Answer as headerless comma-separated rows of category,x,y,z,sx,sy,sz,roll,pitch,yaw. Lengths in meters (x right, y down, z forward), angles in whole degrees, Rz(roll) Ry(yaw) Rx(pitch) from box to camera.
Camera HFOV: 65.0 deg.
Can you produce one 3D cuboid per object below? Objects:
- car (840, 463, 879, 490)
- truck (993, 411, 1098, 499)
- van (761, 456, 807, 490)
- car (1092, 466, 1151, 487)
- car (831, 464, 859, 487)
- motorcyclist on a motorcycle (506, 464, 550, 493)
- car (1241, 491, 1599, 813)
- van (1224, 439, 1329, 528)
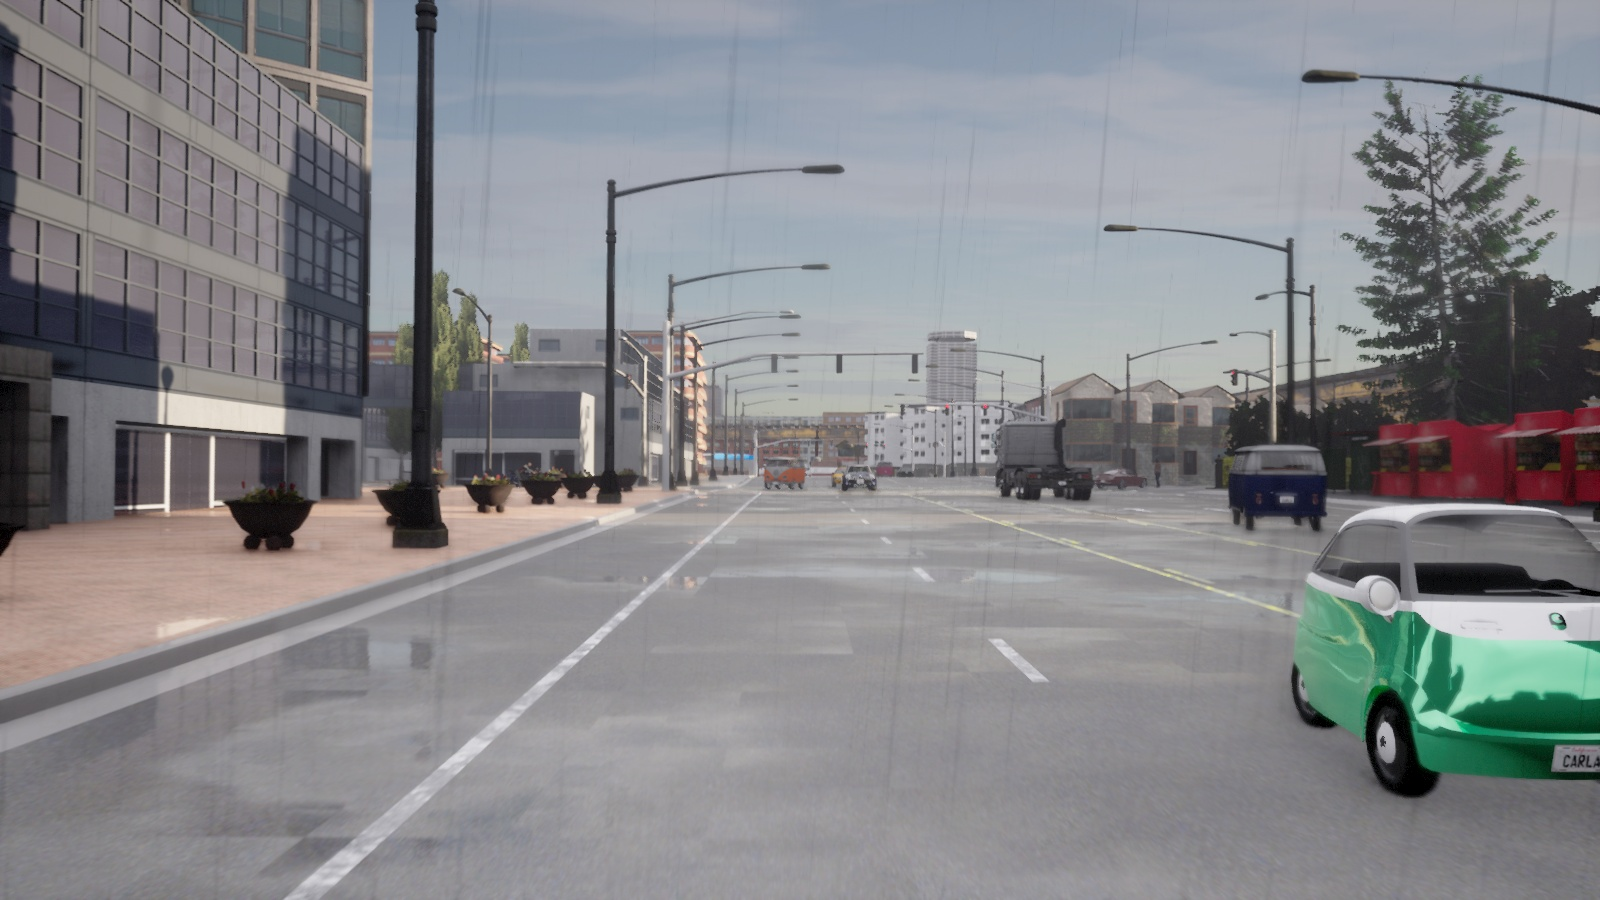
car,3.329,1.490,70.920,1.970,1.475,3.806,0,-1,0
truck,10.366,0.238,53.792,2.891,3.462,7.936,0,-1,0
van,-0.959,1.405,76.605,1.775,1.987,4.442,0,-1,13
car,22.614,1.832,88.239,4.674,1.442,1.812,1,-2,-44
car,3.279,1.856,91.833,1.801,1.575,5.366,0,-1,0
motorcyclist on a motorcycle,-14.610,1.540,67.411,2.191,1.530,0.866,0,-1,0
car,3.484,0.931,6.683,1.481,1.376,2.207,0,-1,0
van,11.450,0.771,30.459,1.775,1.987,4.442,0,0,13
